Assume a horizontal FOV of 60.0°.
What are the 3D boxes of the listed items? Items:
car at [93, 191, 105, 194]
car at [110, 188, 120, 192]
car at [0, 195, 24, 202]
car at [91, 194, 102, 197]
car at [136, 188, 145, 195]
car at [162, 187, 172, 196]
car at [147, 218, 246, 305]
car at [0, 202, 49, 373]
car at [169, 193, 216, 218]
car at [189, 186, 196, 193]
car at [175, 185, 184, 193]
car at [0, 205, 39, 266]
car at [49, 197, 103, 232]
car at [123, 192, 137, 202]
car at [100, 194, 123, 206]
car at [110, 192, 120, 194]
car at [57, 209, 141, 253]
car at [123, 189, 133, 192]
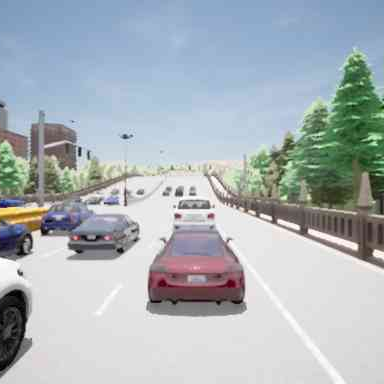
[{"bbox_3d":[-20.930,0.994,74.204,2.150,2.045,5.566,0,3,0],"label":"car"},{"bbox_3d":[-20.830,-0.248,90.100,2.033,1.411,5.357,0,7,0],"label":"car"},{"bbox_3d":[-21.184,1.306,36.257,5.566,2.045,2.150,0,0,-14],"label":"car"},{"bbox_3d":[-17.511,1.620,58.560,2.128,1.511,4.902,0,0,0],"label":"car"},{"bbox_3d":[-13.834,-0.191,89.490,1.882,1.535,5.008,0,7,0],"label":"car"},{"bbox_3d":[-6.848,0.183,87.268,1.812,1.442,4.674,0,7,0],"label":"car"},{"bbox_3d":[0.101,1.583,8.189,1.994,1.385,4.181,0,0,1],"label":"car"},{"bbox_3d":[-3.399,1.229,2.507,2.150,2.045,5.566,0,0,0],"label":"car"},{"bbox_3d":[0.113,1.265,18.062,2.150,2.045,5.566,0,0,0],"label":"car"},{"bbox_3d":[0.152,0.184,87.223,2.128,1.511,4.902,0,7,0],"label":"car"},{"bbox_3d":[-3.350,-0.077,86.826,2.150,2.045,5.566,0,7,0],"label":"car"},{"bbox_3d":[-6.893,1.378,10.412,2.097,1.767,4.553,0,0,0],"label":"car"},{"bbox_3d":[-6.938,1.398,19.343,2.097,1.767,4.553,0,0,-1],"label":"car"},{"bbox_3d":[-13.936,1.343,73.321,1.812,1.442,4.674,0,3,0],"label":"car"},{"bbox_3d":[-14.018,1.606,57.913,1.882,1.535,5.008,0,0,0],"label":"car"},{"bbox_3d":[-17.433,1.392,73.754,1.895,1.301,4.718,0,3,0],"label":"car"},{"bbox_3d":[-3.396,1.580,13.764,2.033,1.411,5.357,0,0,0],"label":"car"},{"bbox_3d":[-17.332,-0.124,89.749,1.895,1.301,4.718,0,7,0],"label":"car"}]
